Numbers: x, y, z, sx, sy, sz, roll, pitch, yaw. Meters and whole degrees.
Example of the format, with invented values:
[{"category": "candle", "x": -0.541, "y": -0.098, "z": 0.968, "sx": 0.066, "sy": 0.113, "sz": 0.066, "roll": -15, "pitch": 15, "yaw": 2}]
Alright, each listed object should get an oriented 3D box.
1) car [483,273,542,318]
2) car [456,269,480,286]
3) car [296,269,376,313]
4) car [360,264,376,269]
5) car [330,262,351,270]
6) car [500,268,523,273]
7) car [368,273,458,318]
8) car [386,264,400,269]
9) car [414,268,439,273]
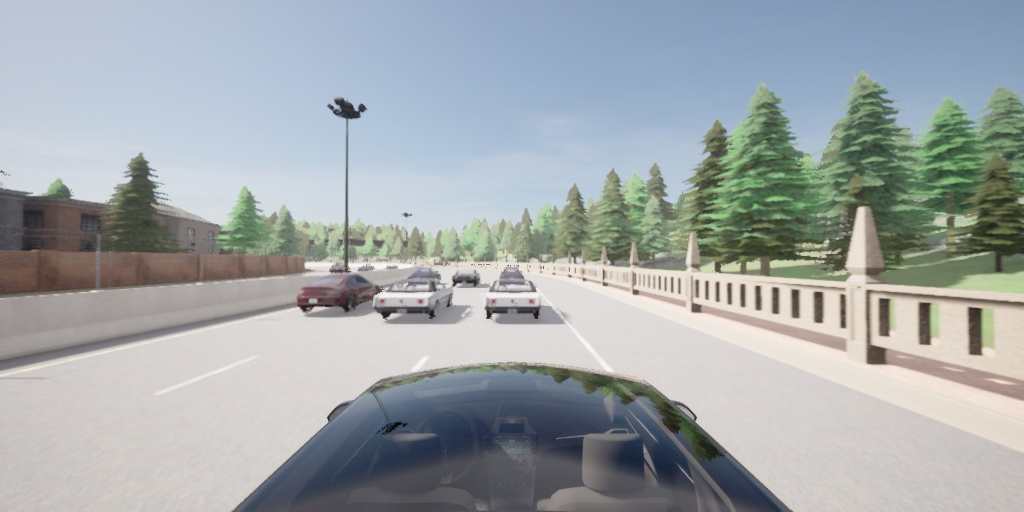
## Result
[{"category": "car", "x": 0.035, "y": 1.496, "z": 13.587, "sx": 1.895, "sy": 1.301, "sz": 4.718, "roll": 0, "pitch": -1, "yaw": 1}, {"category": "car", "x": -3.551, "y": 1.680, "z": 28.597, "sx": 1.895, "sy": 1.301, "sz": 4.718, "roll": 0, "pitch": -1, "yaw": -1}, {"category": "car", "x": -6.951, "y": 1.437, "z": 14.887, "sx": 1.812, "sy": 1.442, "sz": 4.674, "roll": 0, "pitch": 0, "yaw": 1}, {"category": "car", "x": -20.762, "y": 1.908, "z": 51.630, "sx": 2.033, "sy": 1.411, "sz": 5.357, "roll": 0, "pitch": -1, "yaw": -14}, {"category": "car", "x": -24.203, "y": 1.702, "z": 50.634, "sx": 2.097, "sy": 1.767, "sz": 4.553, "roll": 0, "pitch": -1, "yaw": -15}, {"category": "car", "x": -0.066, "y": 1.655, "z": 29.501, "sx": 1.994, "sy": 1.385, "sz": 4.181, "roll": 0, "pitch": -1, "yaw": -1}, {"category": "car", "x": -3.465, "y": 1.496, "z": 13.588, "sx": 1.895, "sy": 1.301, "sz": 4.718, "roll": 0, "pitch": -1, "yaw": 1}, {"category": "car", "x": -17.891, "y": 1.955, "z": 54.072, "sx": 1.994, "sy": 1.385, "sz": 4.181, "roll": 0, "pitch": -1, "yaw": -15}, {"category": "car", "x": -7.063, "y": 1.654, "z": 29.454, "sx": 1.994, "sy": 1.385, "sz": 4.181, "roll": 0, "pitch": -1, "yaw": -1}]
